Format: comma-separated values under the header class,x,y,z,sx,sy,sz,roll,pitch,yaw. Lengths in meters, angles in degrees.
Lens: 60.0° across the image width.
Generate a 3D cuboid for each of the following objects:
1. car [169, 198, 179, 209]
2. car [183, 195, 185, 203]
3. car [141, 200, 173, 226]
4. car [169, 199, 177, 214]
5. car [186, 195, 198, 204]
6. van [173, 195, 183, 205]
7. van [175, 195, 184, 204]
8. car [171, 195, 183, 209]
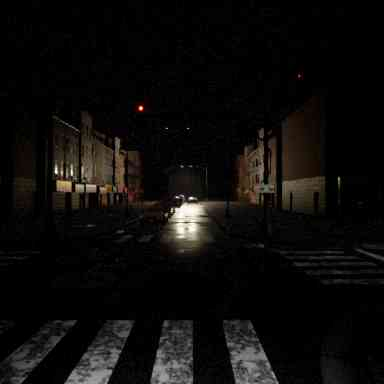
class,x,y,z,sx,sy,sz,roll,pitch,yaw
car,-2.608,1.617,35.247,1.802,1.307,4.206,0,0,0
car,-2.594,1.514,52.063,1.967,1.590,4.097,0,0,0
car,-2.616,1.542,23.867,1.752,1.417,4.829,0,0,0
car,-2.612,1.570,29.642,1.887,1.381,4.507,0,0,0
car,0.152,1.719,67.476,1.895,1.301,4.718,0,0,0
van,-2.585,1.446,63.275,1.690,1.788,3.998,0,0,0
van,-2.581,1.463,68.880,1.690,1.788,3.998,0,0,0
car,-2.599,1.500,46.458,1.967,1.590,4.097,0,0,0
